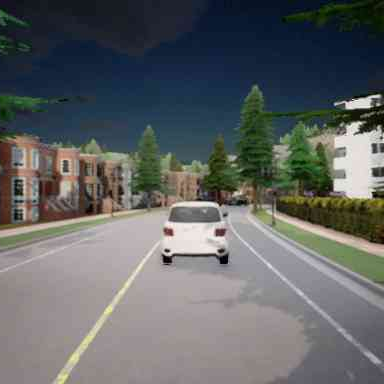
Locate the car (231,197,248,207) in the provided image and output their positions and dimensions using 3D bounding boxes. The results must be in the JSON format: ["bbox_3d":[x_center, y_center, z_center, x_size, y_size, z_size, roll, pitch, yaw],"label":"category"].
[{"bbox_3d":[9.086,1.921,65.627,2.150,2.045,5.566,-1,-1,37],"label":"car"}]

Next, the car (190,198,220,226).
[{"bbox_3d":[1.160,1.517,27.317,2.150,2.045,5.566,0,0,6],"label":"car"}]

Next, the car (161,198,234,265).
[{"bbox_3d":[0.183,1.358,12.428,2.150,2.045,5.566,0,0,3],"label":"car"}]

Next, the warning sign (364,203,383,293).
[{"bbox_3d":[4.678,1.194,7.271,1.300,1.860,1.060,0,-1,1],"label":"warning sign"}]
